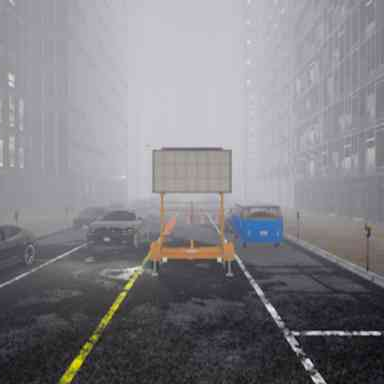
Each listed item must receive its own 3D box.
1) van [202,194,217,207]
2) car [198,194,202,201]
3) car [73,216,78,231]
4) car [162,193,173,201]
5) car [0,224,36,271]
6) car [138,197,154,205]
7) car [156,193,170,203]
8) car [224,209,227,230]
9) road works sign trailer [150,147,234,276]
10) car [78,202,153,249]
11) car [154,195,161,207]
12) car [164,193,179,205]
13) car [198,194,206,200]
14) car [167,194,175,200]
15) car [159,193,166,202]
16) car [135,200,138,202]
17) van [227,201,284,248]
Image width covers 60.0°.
[{"bbox_3d":[2.704,1.195,48.517,1.690,1.788,3.998,0,0,0],"label":"van"},{"bbox_3d":[2.715,1.299,77.002,2.008,1.369,4.403,0,0,0],"label":"car"},{"bbox_3d":[-5.687,1.509,20.036,1.947,1.339,4.313,0,0,0],"label":"car"},{"bbox_3d":[-5.666,1.063,77.005,2.192,1.841,5.009,0,0,0],"label":"car"},{"bbox_3d":[-5.691,1.542,8.643,1.947,1.339,4.313,0,0,0],"label":"car"},{"bbox_3d":[-5.680,1.474,37.128,1.802,1.307,4.206,0,0,0],"label":"car"},{"bbox_3d":[-5.670,1.107,65.611,2.192,1.841,5.009,0,0,0],"label":"car"},{"bbox_3d":[2.694,1.525,20.033,1.802,1.307,4.206,0,0,0],"label":"car"},{"bbox_3d":[0.004,0.435,10.219,2.380,3.560,2.880,0,0,0],"label":"road works sign trailer"},{"bbox_3d":[-3.096,1.436,14.571,1.882,1.535,5.008,0,0,0],"label":"car"},{"bbox_3d":[-5.677,1.436,48.522,1.802,1.307,4.206,0,0,0],"label":"car"},{"bbox_3d":[-3.064,1.375,55.841,2.033,1.411,5.357,0,0,0],"label":"car"},{"bbox_3d":[2.719,1.252,88.397,2.008,1.369,4.403,0,0,0],"label":"car"},{"bbox_3d":[-5.661,1.283,88.401,1.802,1.307,4.206,0,0,0],"label":"car"},{"bbox_3d":[-5.671,1.379,59.915,1.947,1.339,4.313,0,0,0],"label":"car"},{"bbox_3d":[-5.685,1.471,25.734,1.887,1.381,4.507,0,0,0],"label":"car"},{"bbox_3d":[2.690,1.300,14.336,1.690,1.788,3.998,0,0,0],"label":"van"}]
